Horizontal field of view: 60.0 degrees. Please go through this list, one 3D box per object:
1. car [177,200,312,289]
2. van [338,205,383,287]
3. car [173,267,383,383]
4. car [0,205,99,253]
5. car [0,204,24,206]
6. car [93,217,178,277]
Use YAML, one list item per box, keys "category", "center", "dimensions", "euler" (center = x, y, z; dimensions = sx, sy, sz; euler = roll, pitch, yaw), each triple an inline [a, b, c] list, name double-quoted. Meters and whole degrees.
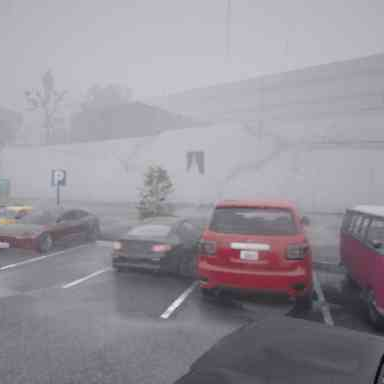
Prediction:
- category: "car"
  center: [1.701, 1.212, 8.307]
  dimensions: [2.435, 2.045, 5.566]
  euler: [1, 0, 15]
- category: "van"
  center: [4.100, 1.260, 6.430]
  dimensions: [1.878, 1.987, 4.442]
  euler: [1, 0, 16]
- category: "car"
  center: [2.095, 1.607, 1.884]
  dimensions: [4.718, 1.301, 1.895]
  euler: [1, 0, 36]
- category: "car"
  center: [-5.602, 1.397, 13.447]
  dimensions: [2.163, 1.488, 4.792]
  euler: [1, 0, 16]
- category: "car"
  center: [-8.069, 1.323, 15.029]
  dimensions: [1.946, 1.575, 5.366]
  euler: [1, 0, 15]
- category: "car"
  center: [-0.739, 1.474, 10.006]
  dimensions: [2.002, 1.452, 4.674]
  euler: [1, 0, 15]
